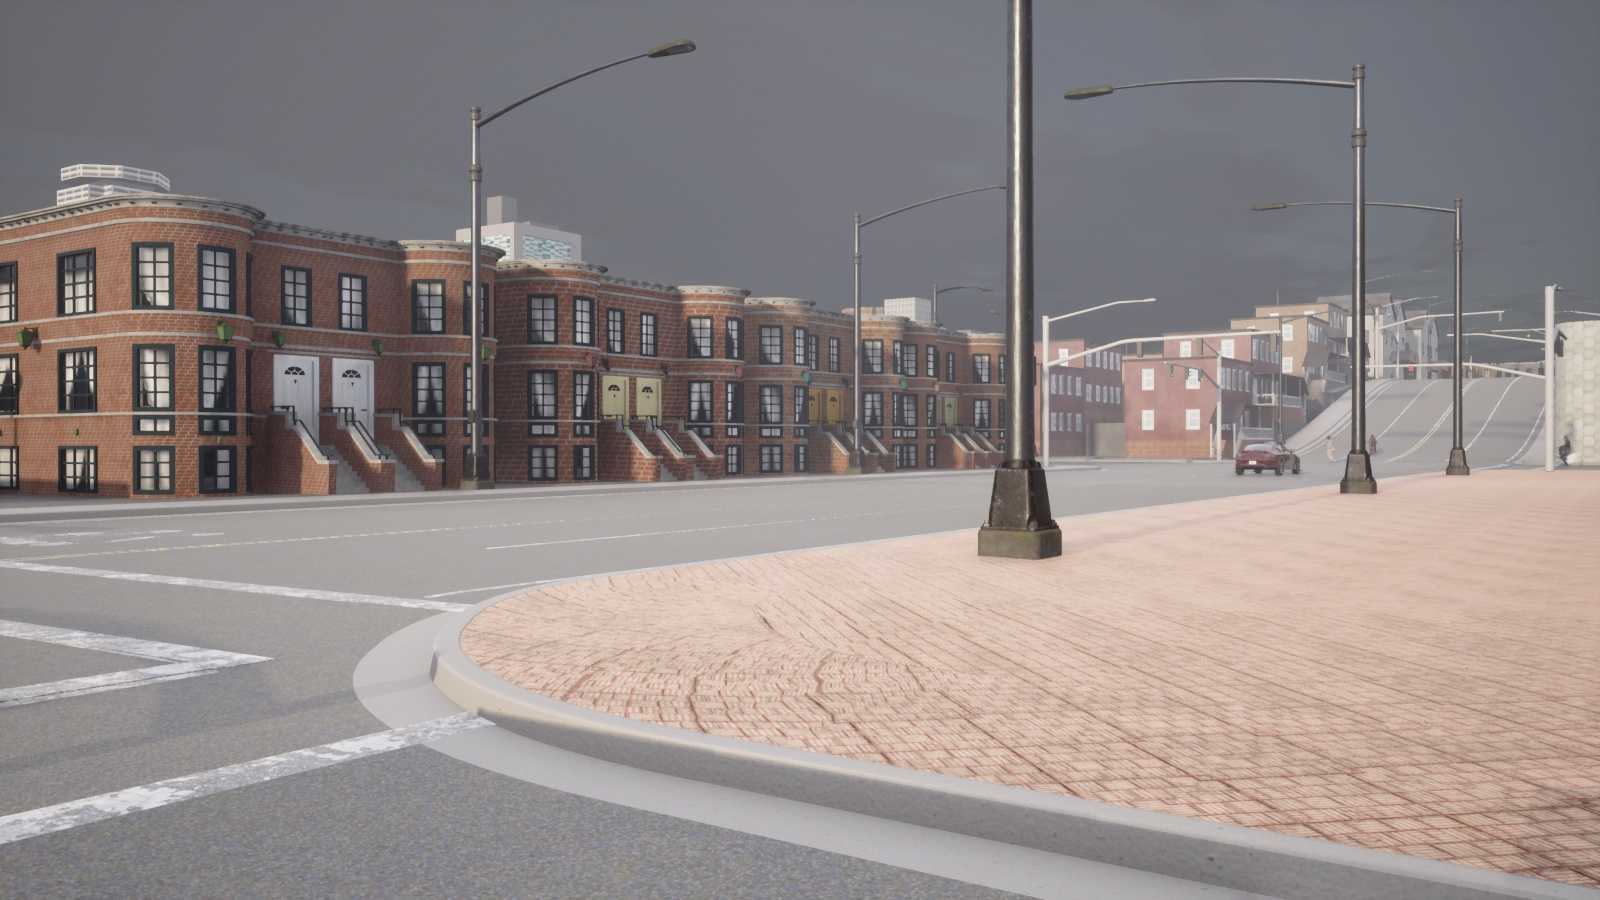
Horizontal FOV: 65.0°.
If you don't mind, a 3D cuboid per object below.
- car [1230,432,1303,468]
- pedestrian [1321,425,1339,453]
[{"bbox_3d":[20.079,-0.018,53.914,1.812,1.442,4.674,-1,0,35],"label":"car"},{"bbox_3d":[35.085,-0.713,83.132,0.900,1.855,0.874,-1,0,31],"label":"pedestrian"}]
